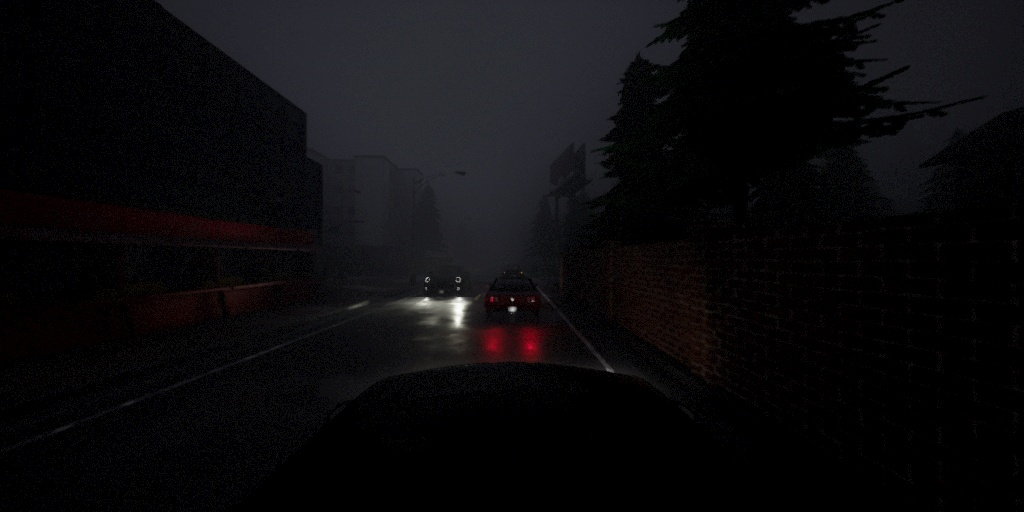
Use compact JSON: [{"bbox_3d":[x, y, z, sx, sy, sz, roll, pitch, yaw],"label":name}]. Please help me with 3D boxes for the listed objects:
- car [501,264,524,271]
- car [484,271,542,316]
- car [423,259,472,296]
[{"bbox_3d":[0.044,1.419,29.975,1.812,1.442,4.674,0,0,1],"label":"car"},{"bbox_3d":[0.041,1.433,13.696,1.895,1.301,4.718,0,0,1],"label":"car"},{"bbox_3d":[-3.546,1.228,20.370,2.097,1.767,4.553,0,0,0],"label":"car"}]
